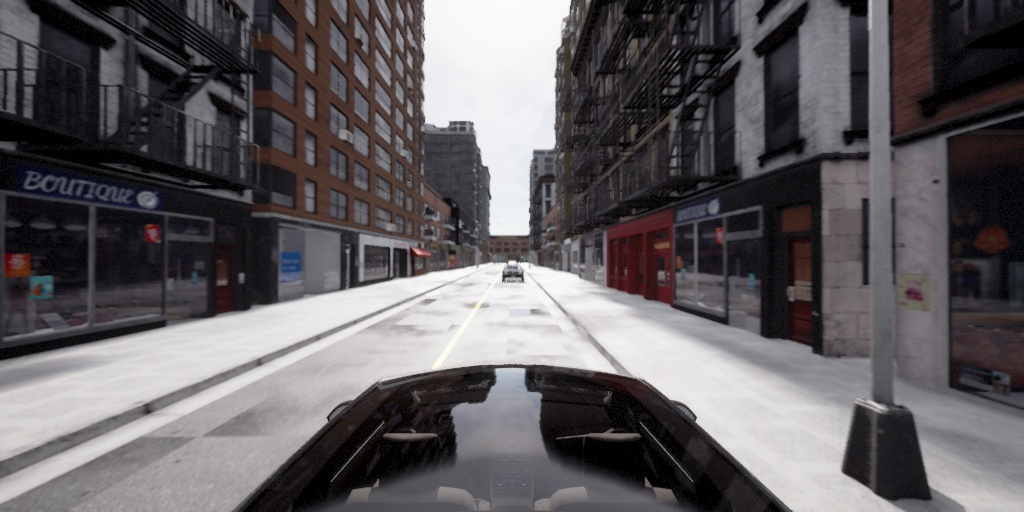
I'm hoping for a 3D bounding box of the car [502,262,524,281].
[{"bbox_3d":[0.088,1.443,31.689,1.895,1.301,4.718,0,0,0],"label":"car"}]
